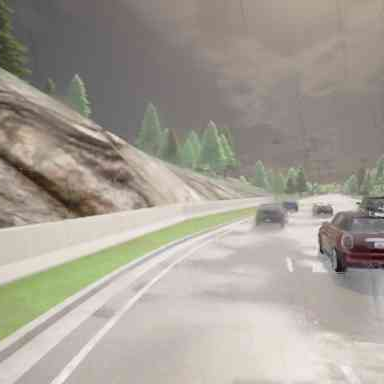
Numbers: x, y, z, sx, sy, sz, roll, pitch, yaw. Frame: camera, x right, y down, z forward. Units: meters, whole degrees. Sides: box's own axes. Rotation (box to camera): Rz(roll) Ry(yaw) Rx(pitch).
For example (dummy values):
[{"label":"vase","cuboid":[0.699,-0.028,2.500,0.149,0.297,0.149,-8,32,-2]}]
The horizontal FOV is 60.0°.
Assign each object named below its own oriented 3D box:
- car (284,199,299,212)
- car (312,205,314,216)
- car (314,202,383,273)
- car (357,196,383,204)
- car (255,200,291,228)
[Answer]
[{"label":"car","cuboid":[11.989,1.560,40.710,1.882,1.535,5.008,0,0,20]},{"label":"car","cuboid":[13.120,1.694,33.604,1.895,1.301,4.718,0,0,20]},{"label":"car","cuboid":[5.389,1.391,10.668,2.097,1.767,4.553,0,0,14]},{"label":"car","cuboid":[13.442,1.320,24.245,2.150,2.045,5.566,0,0,20]},{"label":"car","cuboid":[5.568,1.542,23.036,1.837,1.490,4.892,0,0,20]}]
